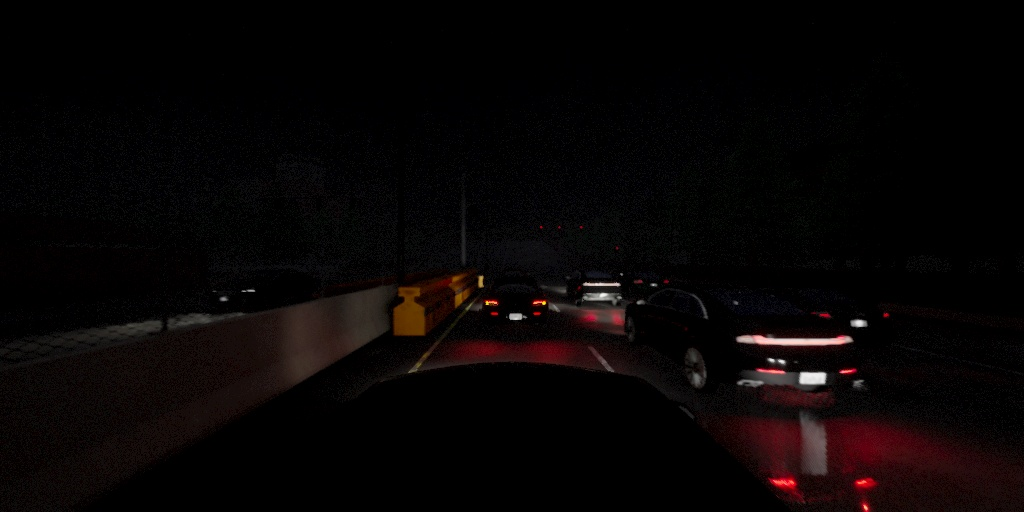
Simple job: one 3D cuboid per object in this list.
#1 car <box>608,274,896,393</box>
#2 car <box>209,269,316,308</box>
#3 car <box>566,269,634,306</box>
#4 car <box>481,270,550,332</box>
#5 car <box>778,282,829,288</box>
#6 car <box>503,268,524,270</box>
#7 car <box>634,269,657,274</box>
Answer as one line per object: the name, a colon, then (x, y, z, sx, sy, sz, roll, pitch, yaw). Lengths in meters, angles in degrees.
car: (3.602, 1.272, 6.735, 2.128, 1.511, 4.902, 0, 0, 0)
car: (-10.578, 1.326, 15.640, 2.128, 1.511, 4.902, 0, 0, 0)
car: (3.581, 1.330, 16.255, 2.128, 1.511, 4.902, 0, 0, 2)
car: (0.091, 1.332, 11.028, 1.812, 1.442, 4.674, 0, -1, 0)
car: (7.098, 1.361, 9.344, 1.994, 1.385, 4.181, 0, 0, 0)
car: (0.088, 1.389, 20.390, 1.812, 1.442, 4.674, 0, 0, 0)
car: (7.090, 1.424, 19.978, 1.994, 1.385, 4.181, 0, 0, 0)
